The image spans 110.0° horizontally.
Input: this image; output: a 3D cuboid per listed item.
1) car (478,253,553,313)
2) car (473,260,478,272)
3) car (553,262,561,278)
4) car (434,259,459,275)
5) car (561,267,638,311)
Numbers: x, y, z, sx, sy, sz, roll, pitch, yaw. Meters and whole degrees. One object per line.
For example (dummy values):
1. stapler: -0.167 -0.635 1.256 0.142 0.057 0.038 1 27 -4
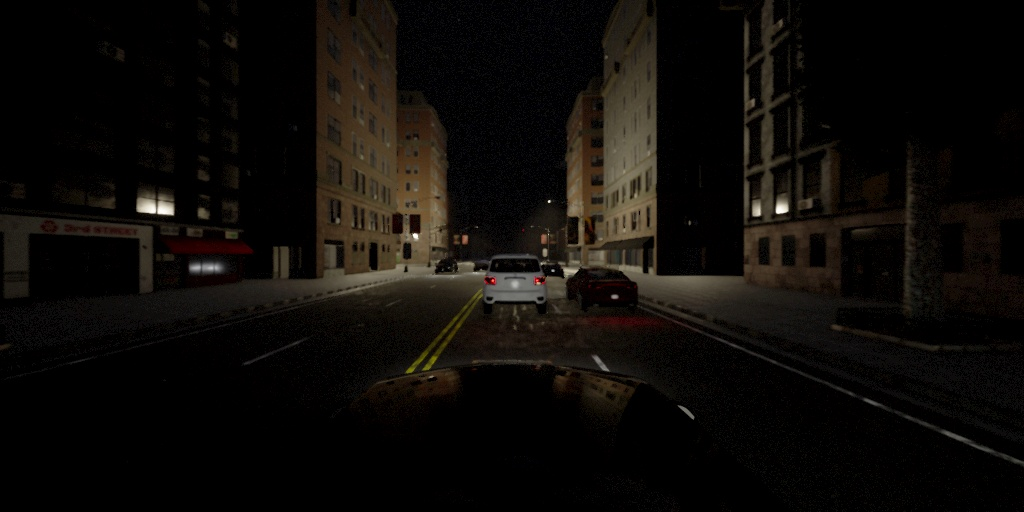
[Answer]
1. car: 0.096 0.914 13.816 2.150 2.045 5.566 0 1 0
2. car: -3.298 1.101 41.021 2.033 1.411 5.357 0 0 1
3. car: 3.343 1.167 31.238 1.994 1.385 4.181 0 0 0
4. car: -6.579 1.084 36.472 1.837 1.490 4.892 0 0 0
5. car: 3.348 1.167 14.151 1.882 1.535 5.008 0 0 0
